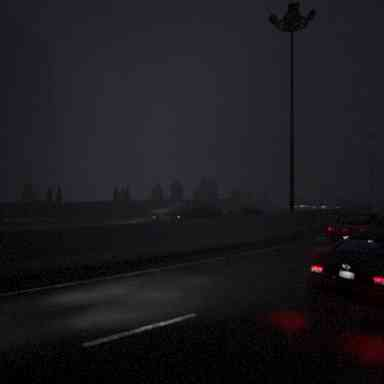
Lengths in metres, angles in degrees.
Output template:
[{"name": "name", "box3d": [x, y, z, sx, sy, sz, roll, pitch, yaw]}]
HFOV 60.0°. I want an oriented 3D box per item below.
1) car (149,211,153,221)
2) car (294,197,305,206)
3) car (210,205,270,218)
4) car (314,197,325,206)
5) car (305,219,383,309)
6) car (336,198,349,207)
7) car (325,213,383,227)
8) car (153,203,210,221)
[{"name": "car", "box3d": [-1.222, 1.599, 26.435, 1.812, 1.442, 4.674, 0, 0, 44]}, {"name": "car", "box3d": [19.633, 1.711, 61.242, 1.837, 1.490, 4.892, 0, 0, 18]}, {"name": "car", "box3d": [3.418, 1.630, 21.215, 1.994, 1.385, 4.181, 0, 0, 44]}, {"name": "car", "box3d": [22.568, 1.710, 58.935, 1.837, 1.490, 4.892, 0, 0, 19]}, {"name": "car", "box3d": [4.735, 1.578, 7.743, 5.357, 1.411, 2.033, 0, 0, -41]}, {"name": "car", "box3d": [25.679, 1.753, 56.989, 2.033, 1.411, 5.357, 0, 0, 20]}, {"name": "car", "box3d": [8.102, 1.660, 15.657, 4.718, 1.301, 1.895, 0, 0, -45]}, {"name": "car", "box3d": [0.069, 1.556, 22.766, 2.128, 1.511, 4.902, 0, 0, 45]}]
